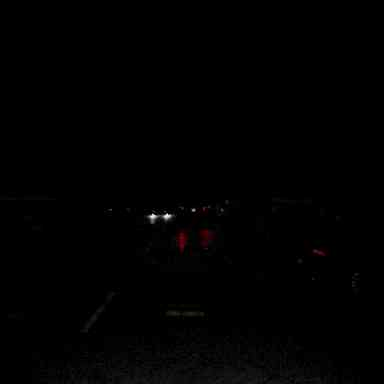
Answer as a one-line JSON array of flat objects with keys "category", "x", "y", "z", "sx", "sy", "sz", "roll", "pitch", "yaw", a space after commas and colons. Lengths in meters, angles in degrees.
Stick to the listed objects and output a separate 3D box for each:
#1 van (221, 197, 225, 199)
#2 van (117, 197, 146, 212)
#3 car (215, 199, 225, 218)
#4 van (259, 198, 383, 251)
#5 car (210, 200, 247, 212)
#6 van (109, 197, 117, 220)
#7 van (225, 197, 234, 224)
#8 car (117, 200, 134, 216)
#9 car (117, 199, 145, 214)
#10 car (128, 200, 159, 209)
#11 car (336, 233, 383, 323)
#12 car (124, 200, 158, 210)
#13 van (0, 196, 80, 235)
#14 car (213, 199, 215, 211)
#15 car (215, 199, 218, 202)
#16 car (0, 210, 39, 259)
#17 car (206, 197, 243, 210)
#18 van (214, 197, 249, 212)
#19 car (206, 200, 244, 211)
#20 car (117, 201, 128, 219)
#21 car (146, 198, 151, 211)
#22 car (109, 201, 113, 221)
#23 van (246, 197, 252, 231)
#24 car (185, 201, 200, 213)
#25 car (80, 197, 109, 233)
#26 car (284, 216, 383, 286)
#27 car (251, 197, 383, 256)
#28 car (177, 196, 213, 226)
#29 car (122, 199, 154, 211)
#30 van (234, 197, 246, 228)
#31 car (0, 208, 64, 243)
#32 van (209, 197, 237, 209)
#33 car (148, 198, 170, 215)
[{"category": "van", "x": 5.158, "y": 1.433, "z": 30.031, "sx": 4.442, "sy": 1.987, "sz": 1.878, "roll": 0, "pitch": -1, "yaw": 0}, {"category": "van", "x": -7.921, "y": 1.574, "z": 38.534, "sx": 4.442, "sy": 1.987, "sz": 1.878, "roll": 0, "pitch": -1, "yaw": 0}, {"category": "car", "x": 4.857, "y": 1.609, "z": 27.256, "sx": 5.366, "sy": 1.575, "sz": 1.946, "roll": 0, "pitch": -1, "yaw": 0}, {"category": "van", "x": 5.158, "y": 1.263, "z": 13.553, "sx": 4.442, "sy": 1.987, "sz": 1.878, "roll": 0, "pitch": 0, "yaw": 0}, {"category": "car", "x": 5.036, "y": 1.937, "z": 46.647, "sx": 4.892, "sy": 1.521, "sz": 2.231, "roll": 0, "pitch": -1, "yaw": 0}, {"category": "van", "x": -8.155, "y": 1.343, "z": 24.655, "sx": 4.442, "sy": 1.987, "sz": 1.878, "roll": 0, "pitch": -1, "yaw": 0}, {"category": "van", "x": 4.924, "y": 1.340, "z": 24.492, "sx": 4.442, "sy": 1.987, "sz": 1.878, "roll": 0, "pitch": -1, "yaw": 0}, {"category": "car", "x": -8.068, "y": 1.691, "z": 30.203, "sx": 4.792, "sy": 1.488, "sz": 2.163, "roll": 0, "pitch": -1, "yaw": 0}, {"category": "car", "x": -8.033, "y": 1.754, "z": 35.754, "sx": 5.008, "sy": 1.535, "sz": 2.097, "roll": 0, "pitch": -1, "yaw": 0}, {"category": "car", "x": -8.032, "y": 2.104, "z": 55.176, "sx": 4.892, "sy": 1.521, "sz": 2.231, "roll": 0, "pitch": -1, "yaw": 0}, {"category": "car", "x": 5.038, "y": 1.523, "z": 5.116, "sx": 4.674, "sy": 1.452, "sz": 2.002, "roll": 0, "pitch": 0, "yaw": 0}, {"category": "car", "x": -8.031, "y": 2.041, "z": 52.405, "sx": 5.008, "sy": 1.535, "sz": 2.097, "roll": 0, "pitch": -1, "yaw": 0}, {"category": "van", "x": -8.156, "y": 1.264, "z": 16.343, "sx": 4.442, "sy": 1.987, "sz": 1.878, "roll": 0, "pitch": 0, "yaw": 0}, {"category": "car", "x": 5.037, "y": 1.751, "z": 35.567, "sx": 5.008, "sy": 1.535, "sz": 2.097, "roll": 0, "pitch": -1, "yaw": 0}, {"category": "car", "x": 5.036, "y": 1.706, "z": 32.797, "sx": 4.892, "sy": 1.521, "sz": 2.231, "roll": 0, "pitch": -1, "yaw": 0}, {"category": "car", "x": -8.045, "y": 1.486, "z": 10.791, "sx": 5.008, "sy": 1.535, "sz": 2.097, "roll": 0, "pitch": 0, "yaw": 0}, {"category": "car", "x": 5.070, "y": 1.785, "z": 52.187, "sx": 5.566, "sy": 2.045, "sz": 2.435, "roll": 0, "pitch": -1, "yaw": 0}, {"category": "van", "x": 5.159, "y": 1.664, "z": 43.881, "sx": 4.442, "sy": 1.987, "sz": 1.878, "roll": 0, "pitch": -1, "yaw": 0}, {"category": "car", "x": 4.857, "y": 1.981, "z": 49.414, "sx": 5.366, "sy": 1.575, "sz": 1.946, "roll": 0, "pitch": -1, "yaw": 0}, {"category": "car", "x": -8.036, "y": 1.655, "z": 27.426, "sx": 4.674, "sy": 1.452, "sz": 2.002, "roll": 0, "pitch": -1, "yaw": 0}, {"category": "car", "x": -8.008, "y": 1.922, "z": 44.081, "sx": 4.792, "sy": 1.488, "sz": 2.163, "roll": 0, "pitch": -1, "yaw": 0}, {"category": "car", "x": -8.009, "y": 1.552, "z": 21.869, "sx": 4.792, "sy": 1.488, "sz": 2.163, "roll": 0, "pitch": 0, "yaw": 0}, {"category": "van", "x": 5.157, "y": 1.264, "z": 16.198, "sx": 4.442, "sy": 1.987, "sz": 1.878, "roll": 0, "pitch": 0, "yaw": 0}, {"category": "car", "x": 0.102, "y": 1.898, "z": 42.882, "sx": 1.837, "sy": 1.490, "sz": 4.892, "roll": 0, "pitch": -1, "yaw": 0}, {"category": "car", "x": -8.010, "y": 1.240, "z": 19.119, "sx": 5.566, "sy": 2.045, "sz": 2.435, "roll": 0, "pitch": 0, "yaw": 0}, {"category": "car", "x": 5.035, "y": 1.485, "z": 7.888, "sx": 5.008, "sy": 1.535, "sz": 2.097, "roll": 0, "pitch": 0, "yaw": 0}, {"category": "car", "x": 5.012, "y": 1.235, "z": 10.783, "sx": 5.566, "sy": 2.045, "sz": 2.435, "roll": 0, "pitch": 0, "yaw": 0}, {"category": "car", "x": 0.104, "y": 1.301, "z": 24.061, "sx": 2.150, "sy": 2.045, "sz": 5.566, "roll": 0, "pitch": -1, "yaw": 0}, {"category": "car", "x": -8.006, "y": 1.862, "z": 49.631, "sx": 4.553, "sy": 1.767, "sz": 2.185, "roll": 0, "pitch": -1, "yaw": 0}, {"category": "van", "x": 4.925, "y": 1.266, "z": 19.101, "sx": 4.442, "sy": 1.987, "sz": 1.878, "roll": 0, "pitch": 0, "yaw": 0}, {"category": "car", "x": -8.036, "y": 1.528, "z": 13.567, "sx": 4.674, "sy": 1.452, "sz": 2.002, "roll": 0, "pitch": 0, "yaw": 0}, {"category": "van", "x": 5.160, "y": 1.875, "z": 55.078, "sx": 4.442, "sy": 1.987, "sz": 1.878, "roll": 0, "pitch": -1, "yaw": 0}, {"category": "car", "x": -3.592, "y": 1.805, "z": 38.971, "sx": 1.882, "sy": 1.535, "sz": 5.008, "roll": 0, "pitch": -1, "yaw": 0}]
